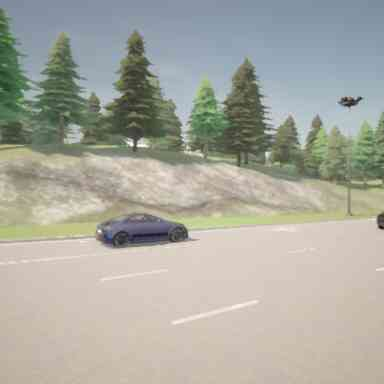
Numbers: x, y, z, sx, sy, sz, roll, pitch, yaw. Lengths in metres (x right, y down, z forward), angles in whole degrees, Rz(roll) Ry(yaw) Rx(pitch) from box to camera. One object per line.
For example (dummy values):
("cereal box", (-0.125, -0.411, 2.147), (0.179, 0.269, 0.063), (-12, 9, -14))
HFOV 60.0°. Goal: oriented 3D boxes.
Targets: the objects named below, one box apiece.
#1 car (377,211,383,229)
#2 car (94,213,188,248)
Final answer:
("car", (14.454, 1.775, 22.662), (4.892, 1.490, 1.837), (0, 0, -36))
("car", (-2.248, 1.638, 15.141), (4.181, 1.385, 1.994), (1, 0, -35))
